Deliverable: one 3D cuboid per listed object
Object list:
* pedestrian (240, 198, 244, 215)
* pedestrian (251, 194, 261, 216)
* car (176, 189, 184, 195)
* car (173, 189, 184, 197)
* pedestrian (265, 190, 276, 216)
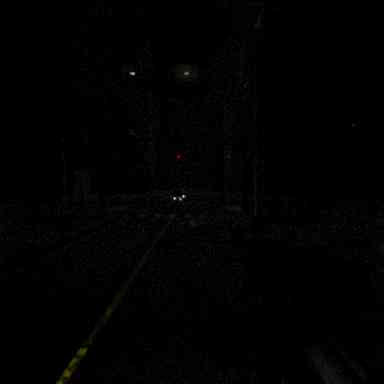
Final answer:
[{"bbox_3d":[3.689,0.996,24.411,0.375,1.300,0.375,0,1,0],"label":"pedestrian"},{"bbox_3d":[4.483,0.742,23.204,0.375,1.860,0.375,0,1,0],"label":"pedestrian"},{"bbox_3d":[-2.920,-0.001,84.801,1.882,1.535,5.008,0,1,0],"label":"car"},{"bbox_3d":[-2.918,0.337,69.215,2.033,1.411,5.357,0,1,0],"label":"car"},{"bbox_3d":[5.584,0.742,23.802,0.375,1.860,0.375,0,1,0],"label":"pedestrian"}]
